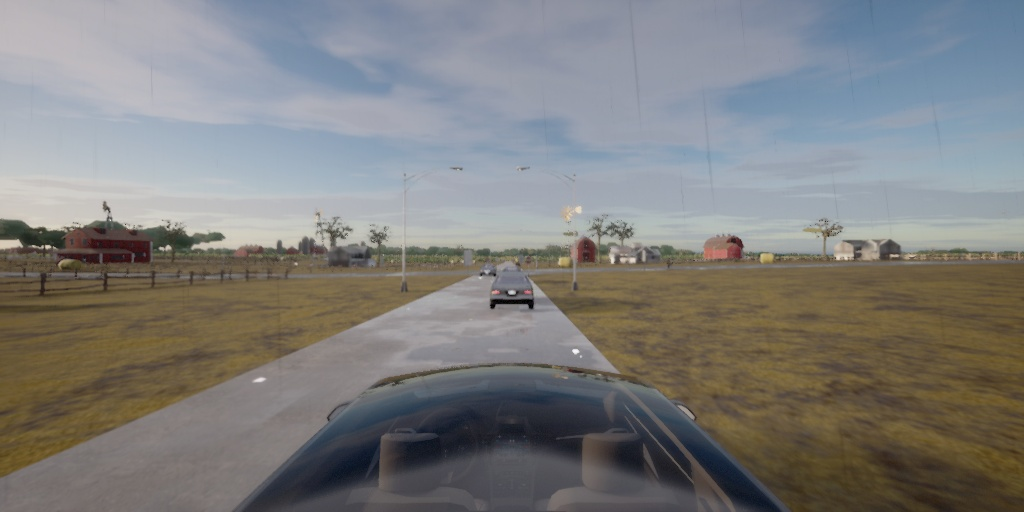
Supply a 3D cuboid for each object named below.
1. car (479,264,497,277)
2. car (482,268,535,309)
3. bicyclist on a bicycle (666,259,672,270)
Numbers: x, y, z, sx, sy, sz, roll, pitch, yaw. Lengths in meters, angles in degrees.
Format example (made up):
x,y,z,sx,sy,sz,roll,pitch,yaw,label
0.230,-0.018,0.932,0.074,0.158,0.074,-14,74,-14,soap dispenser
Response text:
x,y,z,sx,sy,sz,roll,pitch,yaw,label
-2.769,1.653,42.381,2.128,1.511,4.902,0,-1,0,car
-0.004,1.432,15.832,2.033,1.411,5.357,0,-1,0,car
22.826,1.264,52.110,0.582,1.620,1.656,-1,-1,0,bicyclist on a bicycle
